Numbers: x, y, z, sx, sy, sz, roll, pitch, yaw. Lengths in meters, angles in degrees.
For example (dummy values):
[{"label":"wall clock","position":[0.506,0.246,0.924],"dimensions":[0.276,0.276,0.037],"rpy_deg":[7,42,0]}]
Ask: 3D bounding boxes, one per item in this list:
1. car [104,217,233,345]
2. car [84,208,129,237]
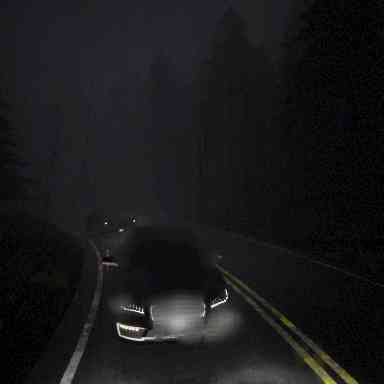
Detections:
[{"label":"car","position":[-0.640,1.494,6.775],"dimensions":[1.837,1.490,4.892],"rpy_deg":[-1,0,-11]},{"label":"car","position":[-4.616,1.609,18.511],"dimensions":[1.895,1.301,4.718],"rpy_deg":[-3,1,-29]}]
